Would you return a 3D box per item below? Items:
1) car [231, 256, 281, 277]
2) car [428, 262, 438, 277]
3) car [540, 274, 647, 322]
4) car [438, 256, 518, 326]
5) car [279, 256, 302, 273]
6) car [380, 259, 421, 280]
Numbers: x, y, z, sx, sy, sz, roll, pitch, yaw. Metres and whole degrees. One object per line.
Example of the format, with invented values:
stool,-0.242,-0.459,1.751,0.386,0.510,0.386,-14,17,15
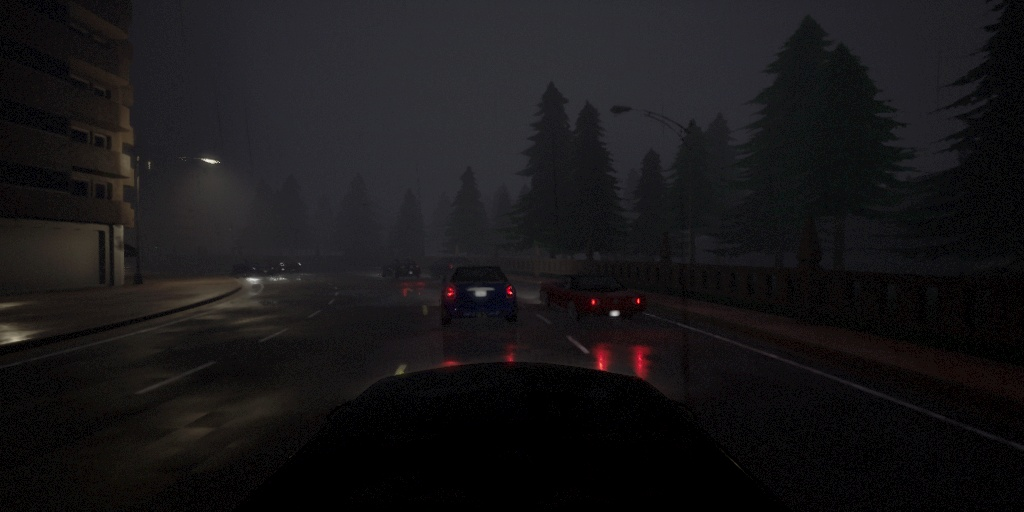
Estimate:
car,-21.754,0.973,30.101,4.674,1.442,1.812,0,1,33
car,-4.873,0.815,28.050,2.097,1.767,4.553,-1,1,-34
car,2.355,1.239,11.866,1.895,1.301,4.718,0,1,-11
car,-1.239,0.994,11.553,2.097,1.767,4.553,0,1,-11
car,-22.397,0.751,34.525,4.553,1.767,2.097,0,1,28
car,-8.570,0.964,27.297,2.128,1.511,4.902,0,1,-36
